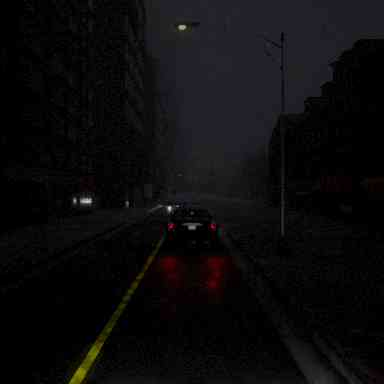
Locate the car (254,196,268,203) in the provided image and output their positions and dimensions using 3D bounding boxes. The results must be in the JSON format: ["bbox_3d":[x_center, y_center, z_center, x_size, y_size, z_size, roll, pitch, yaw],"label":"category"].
[{"bbox_3d":[13.890,1.431,61.404,4.829,1.417,1.752,0,-1,0],"label":"car"}]

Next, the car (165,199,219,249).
[{"bbox_3d":[0.000,1.348,14.618,2.097,1.767,4.553,0,0,0],"label":"car"}]

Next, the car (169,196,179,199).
[{"bbox_3d":[-2.750,1.426,53.648,1.812,1.442,4.674,0,0,0],"label":"car"}]
